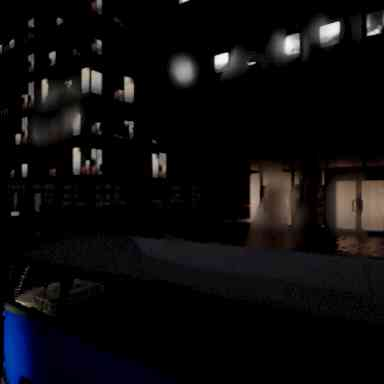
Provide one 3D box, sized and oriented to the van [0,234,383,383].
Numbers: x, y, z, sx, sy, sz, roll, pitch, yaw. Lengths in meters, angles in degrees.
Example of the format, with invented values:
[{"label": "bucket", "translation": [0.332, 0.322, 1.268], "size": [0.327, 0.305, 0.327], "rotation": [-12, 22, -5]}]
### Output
[{"label": "van", "translation": [-0.079, 1.359, 2.919], "size": [3.998, 1.788, 1.690], "rotation": [-1, 0, 35]}]
